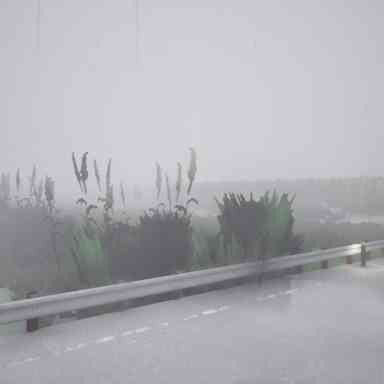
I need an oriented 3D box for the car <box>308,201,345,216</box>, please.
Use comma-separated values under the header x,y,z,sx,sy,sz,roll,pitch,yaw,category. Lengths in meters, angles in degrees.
x,y,z,sx,sy,sz,roll,pitch,yaw,category
10.859,1.571,29.002,2.097,1.767,4.553,-1,1,-43,car
